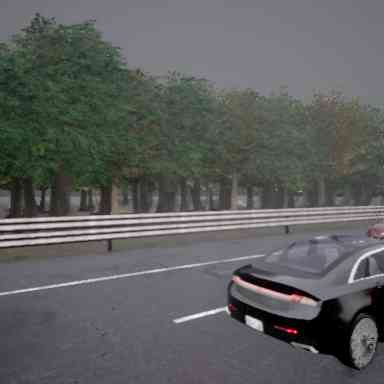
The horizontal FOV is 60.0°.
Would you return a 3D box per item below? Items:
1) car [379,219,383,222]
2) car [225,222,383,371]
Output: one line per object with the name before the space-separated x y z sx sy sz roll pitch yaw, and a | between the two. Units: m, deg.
car | 9.352 1.629 14.258 4.181 1.385 1.994 0 0 -33
car | 2.827 1.513 5.724 4.902 1.511 2.128 0 0 -34
